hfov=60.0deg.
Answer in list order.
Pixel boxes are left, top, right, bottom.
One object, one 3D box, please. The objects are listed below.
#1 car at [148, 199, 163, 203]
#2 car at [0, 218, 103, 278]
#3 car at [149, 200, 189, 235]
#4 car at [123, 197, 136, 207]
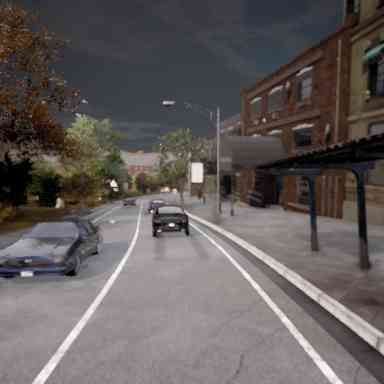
[{"bbox_3d":[-3.797,1.493,36.688,1.812,1.442,4.674,-1,0,-8],"label":"car"},{"bbox_3d":[-4.118,1.561,10.548,2.033,1.411,5.357,-1,0,-5],"label":"car"},{"bbox_3d":[-1.296,1.443,18.601,1.882,1.535,5.008,-1,0,-7],"label":"car"},{"bbox_3d":[-9.814,1.579,52.686,2.033,1.411,5.357,-1,0,-8],"label":"car"}]
